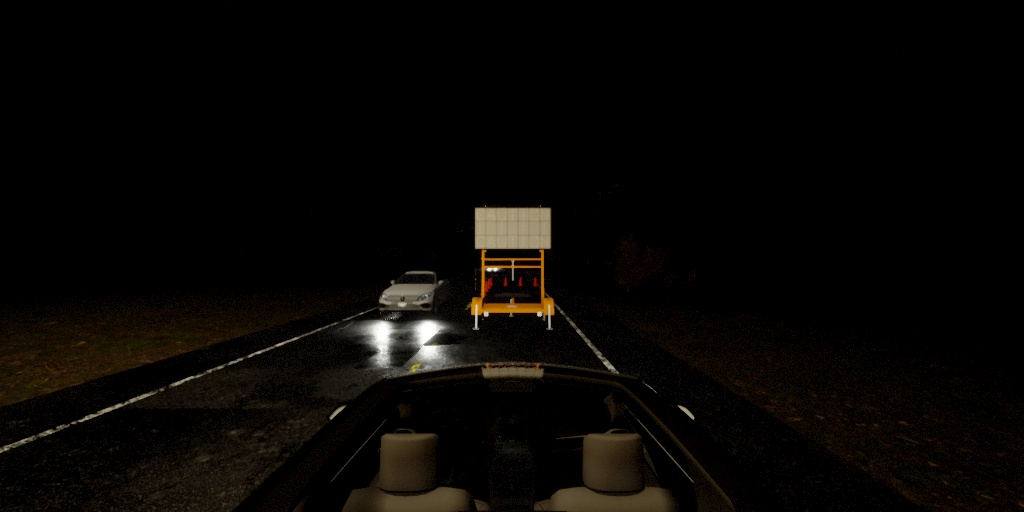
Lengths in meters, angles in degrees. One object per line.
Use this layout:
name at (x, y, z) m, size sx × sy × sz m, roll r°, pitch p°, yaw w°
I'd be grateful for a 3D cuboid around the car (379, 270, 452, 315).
car at (-3.464, 1.275, 13.664) m, size 1.812 × 1.442 × 4.674 m, roll 0°, pitch 0°, yaw 0°

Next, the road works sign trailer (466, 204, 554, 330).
road works sign trailer at (0.029, 0.214, 11.140) m, size 2.380 × 3.560 × 2.880 m, roll 0°, pitch 0°, yaw 0°

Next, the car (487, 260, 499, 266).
car at (-3.314, 1.275, 62.215) m, size 2.128 × 1.511 × 4.902 m, roll 0°, pitch 0°, yaw 0°
